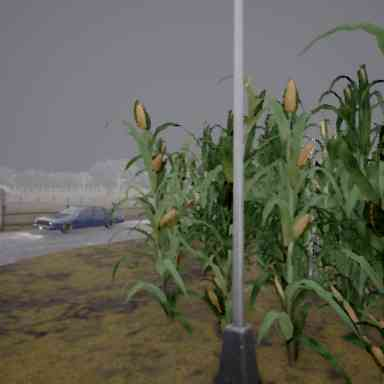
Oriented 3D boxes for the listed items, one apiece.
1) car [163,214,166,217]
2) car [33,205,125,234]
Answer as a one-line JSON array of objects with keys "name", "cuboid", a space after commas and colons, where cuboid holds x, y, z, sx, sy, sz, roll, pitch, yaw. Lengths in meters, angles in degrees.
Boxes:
[{"name": "car", "cuboid": [-0.918, 1.519, 27.440, 1.812, 1.442, 4.674, 2, 1, 36]}, {"name": "car", "cuboid": [-6.428, 1.516, 19.694, 2.033, 1.411, 5.357, 2, 1, 35]}]
